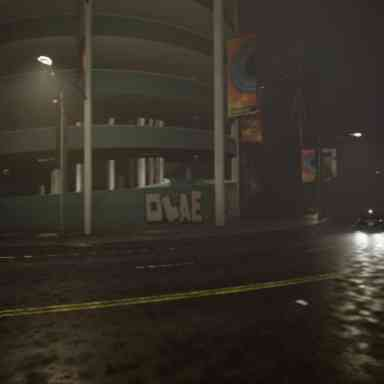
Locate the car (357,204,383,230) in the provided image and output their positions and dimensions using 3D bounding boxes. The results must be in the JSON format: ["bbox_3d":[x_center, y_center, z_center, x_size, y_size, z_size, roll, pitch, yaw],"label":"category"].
[{"bbox_3d":[13.403,1.907,24.203,2.128,1.511,4.902,-1,-1,37],"label":"car"}]
